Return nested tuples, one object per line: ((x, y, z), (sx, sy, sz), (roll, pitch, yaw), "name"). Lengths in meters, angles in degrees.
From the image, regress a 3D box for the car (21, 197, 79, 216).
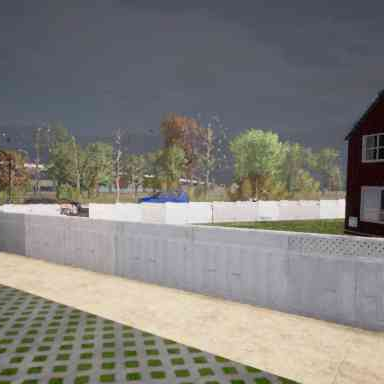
((-12.280, 1.232, 28.460), (4.553, 1.767, 2.097), (0, 2, -19), "car")

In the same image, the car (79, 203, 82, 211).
((-12.812, 1.323, 31.924), (4.181, 1.385, 1.994), (0, 2, -18), "car")

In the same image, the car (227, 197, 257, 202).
((6.407, 1.224, 38.358), (4.718, 1.301, 1.895), (0, 2, -19), "car")

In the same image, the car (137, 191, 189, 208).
((-3.055, 0.908, 35.186), (5.566, 2.045, 2.150), (0, 2, -19), "car")
